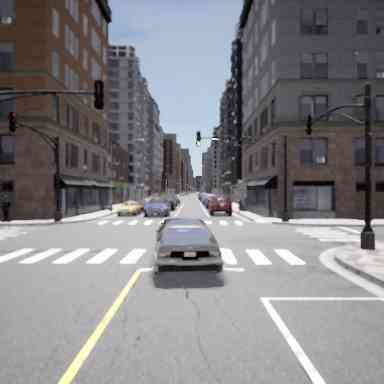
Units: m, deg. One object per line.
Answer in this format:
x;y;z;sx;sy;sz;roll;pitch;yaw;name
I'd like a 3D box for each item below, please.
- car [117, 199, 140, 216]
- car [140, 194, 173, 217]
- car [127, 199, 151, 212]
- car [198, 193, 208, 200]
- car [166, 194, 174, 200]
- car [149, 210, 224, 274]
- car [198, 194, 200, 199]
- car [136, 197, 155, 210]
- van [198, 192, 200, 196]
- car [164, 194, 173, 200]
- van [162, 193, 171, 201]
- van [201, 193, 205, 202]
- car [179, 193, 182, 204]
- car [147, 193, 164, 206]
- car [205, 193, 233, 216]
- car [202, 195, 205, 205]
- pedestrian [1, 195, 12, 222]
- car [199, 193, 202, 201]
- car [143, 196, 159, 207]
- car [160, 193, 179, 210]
-5.863;1.455;31.401;1.752;1.417;4.829;0;0;0;car
-3.102;1.285;30.148;2.097;1.767;4.553;0;0;0;car
-5.864;1.478;37.227;1.947;1.339;4.313;0;0;0;car
2.655;1.082;82.454;2.192;1.841;5.009;0;0;0;car
-5.873;1.333;88.120;1.802;1.307;4.206;0;0;0;car
-0.275;1.531;10.494;2.033;1.411;5.357;0;0;-5;car
2.657;1.407;65.485;1.802;1.307;4.206;0;0;0;car
-5.864;1.422;42.711;1.752;1.417;4.829;0;0;0;car
2.657;1.147;71.140;1.690;1.788;3.998;0;0;0;van
-5.871;1.312;82.466;1.887;1.381;4.507;0;0;0;car
-5.869;1.128;76.810;1.690;1.788;3.998;0;0;0;van
2.661;1.220;48.515;1.690;1.788;3.998;0;0;0;van
-3.061;1.367;49.572;2.128;1.511;4.902;0;0;0;car
-5.866;1.176;54.191;2.192;1.841;5.009;0;0;0;car
2.664;1.244;31.545;2.192;1.841;5.009;0;0;0;car
2.661;1.441;42.858;1.887;1.381;4.507;0;0;0;car
-12.556;1.090;22.520;0.375;1.860;0.375;0;0;1;pedestrian
2.659;1.368;59.998;1.752;1.417;4.829;0;0;0;car
-5.865;1.405;48.366;1.752;1.417;4.829;0;0;0;car
-3.110;1.127;39.698;2.150;2.045;5.566;0;0;1;car
